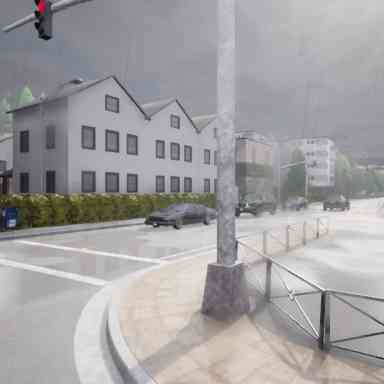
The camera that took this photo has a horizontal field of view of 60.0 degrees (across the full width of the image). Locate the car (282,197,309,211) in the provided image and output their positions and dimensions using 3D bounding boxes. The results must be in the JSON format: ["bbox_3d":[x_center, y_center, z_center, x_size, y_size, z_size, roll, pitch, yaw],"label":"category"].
[{"bbox_3d":[11.566,1.305,37.075,2.128,1.511,4.902,0,0,36],"label":"car"}]

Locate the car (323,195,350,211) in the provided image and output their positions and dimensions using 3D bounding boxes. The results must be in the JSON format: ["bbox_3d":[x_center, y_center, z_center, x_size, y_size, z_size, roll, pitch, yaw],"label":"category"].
[{"bbox_3d":[16.409,1.164,37.593,2.097,1.767,4.553,0,0,35],"label":"car"}]

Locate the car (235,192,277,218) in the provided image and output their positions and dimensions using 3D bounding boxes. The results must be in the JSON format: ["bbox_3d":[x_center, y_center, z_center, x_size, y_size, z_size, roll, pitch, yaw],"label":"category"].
[{"bbox_3d":[5.496,1.035,28.594,2.150,2.045,5.566,0,0,35],"label":"car"}]

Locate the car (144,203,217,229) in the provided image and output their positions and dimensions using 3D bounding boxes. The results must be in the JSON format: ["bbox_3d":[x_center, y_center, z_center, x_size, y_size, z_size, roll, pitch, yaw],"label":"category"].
[{"bbox_3d":[-0.471,1.361,20.183,2.033,1.411,5.357,0,0,35],"label":"car"}]
